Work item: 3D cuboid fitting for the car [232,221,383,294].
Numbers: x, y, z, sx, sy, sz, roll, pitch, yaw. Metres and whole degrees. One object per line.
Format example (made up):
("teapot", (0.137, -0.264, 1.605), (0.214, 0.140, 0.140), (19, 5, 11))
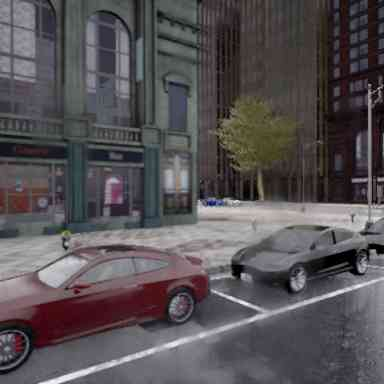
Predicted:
("car", (3.008, 1.564, 8.797), (4.313, 1.339, 1.947), (0, 0, -35))

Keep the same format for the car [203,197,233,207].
("car", (3.733, 1.607, 52.701), (1.882, 1.535, 5.008), (0, 0, -35))

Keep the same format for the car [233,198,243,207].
("car", (6.382, 1.639, 54.591), (1.812, 1.442, 4.674), (0, 0, -35))

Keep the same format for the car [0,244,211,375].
("car", (-1.581, 1.581, 5.524), (4.206, 1.307, 1.802), (0, 0, -35))

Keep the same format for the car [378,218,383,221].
("car", (7.597, 1.563, 12.070), (4.313, 1.339, 1.947), (0, 0, -35))
